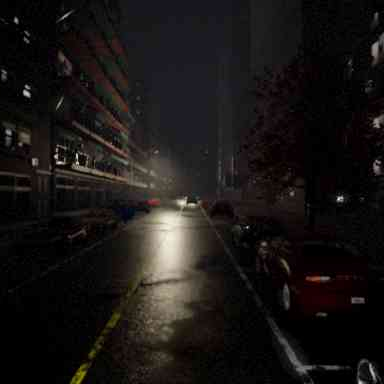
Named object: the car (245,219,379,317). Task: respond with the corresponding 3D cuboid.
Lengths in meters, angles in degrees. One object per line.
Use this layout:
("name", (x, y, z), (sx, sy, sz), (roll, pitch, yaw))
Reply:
("car", (2.573, 1.549, 7.389), (1.887, 1.381, 4.507), (1, 0, 0))

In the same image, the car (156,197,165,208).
("car", (-5.313, 1.569, 47.184), (1.887, 1.381, 4.507), (1, 0, 0))

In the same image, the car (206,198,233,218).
("car", (2.571, 1.457, 30.000), (1.967, 1.590, 4.097), (1, 0, 0))

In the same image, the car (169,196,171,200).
("car", (-5.315, 1.580, 58.478), (2.008, 1.369, 4.403), (1, 0, 0))

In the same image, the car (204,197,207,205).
("car", (2.569, 1.564, 35.653), (1.887, 1.381, 4.507), (1, 0, 0))

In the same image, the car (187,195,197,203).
("car", (-0.012, 1.454, 70.224), (2.128, 1.511, 4.902), (0, 0, 0))

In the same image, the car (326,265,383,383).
("car", (2.574, 1.567, 1.737), (1.947, 1.339, 4.313), (1, 0, 0))

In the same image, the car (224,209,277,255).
("car", (2.572, 1.574, 13.042), (1.947, 1.339, 4.313), (1, 0, 0))

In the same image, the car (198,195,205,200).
("car", (2.560, 1.574, 92.347), (1.752, 1.417, 4.829), (1, 0, 0))

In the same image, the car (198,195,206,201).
("car", (2.561, 1.596, 86.525), (2.008, 1.369, 4.403), (1, 0, 0))

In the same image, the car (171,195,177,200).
("car", (-5.321, 1.613, 92.357), (1.947, 1.339, 4.313), (1, 0, 0))

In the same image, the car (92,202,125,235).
("car", (-5.309, 1.536, 18.782), (1.752, 1.417, 4.829), (1, 0, 0))

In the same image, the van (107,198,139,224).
("van", (-5.307, 1.355, 24.598), (1.690, 1.788, 3.998), (1, 0, 0))

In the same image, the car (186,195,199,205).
("car", (-0.010, 1.595, 60.329), (1.994, 1.385, 4.181), (0, 0, 0))

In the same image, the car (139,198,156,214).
("car", (-5.312, 1.601, 35.891), (1.802, 1.307, 4.206), (1, 0, 0))

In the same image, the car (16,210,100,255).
("car", (-5.308, 1.589, 13.305), (1.802, 1.307, 4.206), (1, 0, 0))

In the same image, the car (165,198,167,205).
("car", (-5.314, 1.593, 52.831), (1.947, 1.339, 4.313), (1, 0, 0))

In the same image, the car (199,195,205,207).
("car", (2.566, 1.572, 52.610), (1.887, 1.381, 4.507), (1, 0, 0))
